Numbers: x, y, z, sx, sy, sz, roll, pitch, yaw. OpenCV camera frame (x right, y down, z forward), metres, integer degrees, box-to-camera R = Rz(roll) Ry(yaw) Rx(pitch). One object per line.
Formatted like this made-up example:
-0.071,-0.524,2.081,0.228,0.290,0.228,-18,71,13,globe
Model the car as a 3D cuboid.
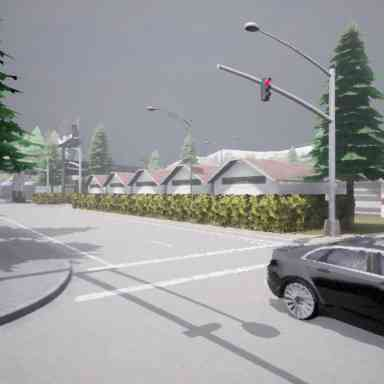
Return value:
3.409,1.554,5.232,2.128,1.511,4.902,0,1,-37,car
